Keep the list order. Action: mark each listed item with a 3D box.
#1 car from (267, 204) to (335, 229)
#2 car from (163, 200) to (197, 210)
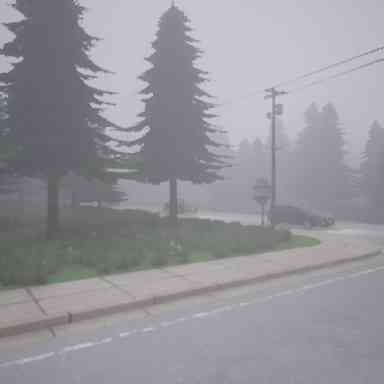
[{"bbox_3d":[7.237,1.584,22.439,1.837,1.490,4.892,1,0,-31],"label":"car"},{"bbox_3d":[-1.309,1.581,35.542,2.128,1.511,4.902,0,0,-34],"label":"car"}]
